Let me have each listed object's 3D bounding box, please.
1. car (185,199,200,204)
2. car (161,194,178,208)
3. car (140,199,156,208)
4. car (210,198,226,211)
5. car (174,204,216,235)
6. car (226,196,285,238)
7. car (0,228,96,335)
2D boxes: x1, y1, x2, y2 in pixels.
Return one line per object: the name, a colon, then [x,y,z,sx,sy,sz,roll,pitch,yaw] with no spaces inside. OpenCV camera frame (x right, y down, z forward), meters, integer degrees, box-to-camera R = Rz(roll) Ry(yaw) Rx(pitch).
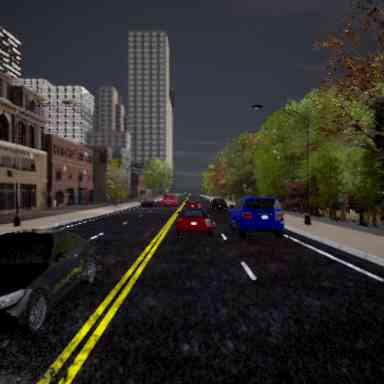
car: [0.084,1.611,41.483,1.994,1.385,4.181,0,0,0]
car: [-3.312,1.272,50.185,2.150,2.045,5.566,0,0,1]
car: [-6.561,1.656,50.199,1.895,1.301,4.718,0,0,1]
car: [3.333,1.525,42.481,1.882,1.535,5.008,0,0,0]
car: [0.092,1.587,19.130,1.994,1.385,4.181,0,0,0]
car: [3.342,1.244,17.958,2.150,2.045,5.566,0,0,0]
car: [-3.352,1.534,6.859,1.812,1.442,4.674,0,0,0]
